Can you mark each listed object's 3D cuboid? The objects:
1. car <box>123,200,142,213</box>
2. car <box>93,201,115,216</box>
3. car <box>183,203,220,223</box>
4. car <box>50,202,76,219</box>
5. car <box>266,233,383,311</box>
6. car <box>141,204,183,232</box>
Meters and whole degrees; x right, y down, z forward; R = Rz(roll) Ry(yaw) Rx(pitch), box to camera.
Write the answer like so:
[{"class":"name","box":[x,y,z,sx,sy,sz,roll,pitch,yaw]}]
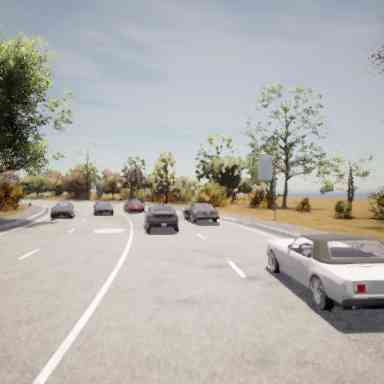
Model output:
[{"class":"car","box":[-6.661,1.626,38.268,1.994,1.385,4.181,0,0,-19]},{"class":"car","box":[-8.868,1.607,33.371,2.033,1.411,5.357,0,0,-17]},{"class":"car","box":[0.601,1.577,25.775,2.033,1.411,5.357,0,0,-13]},{"class":"car","box":[-11.469,1.608,29.845,2.033,1.411,5.357,0,0,-16]},{"class":"car","box":[3.206,1.598,7.729,1.895,1.301,4.718,0,0,-4]},{"class":"car","box":[-1.957,1.534,20.516,1.837,1.490,4.892,0,0,-10]}]
